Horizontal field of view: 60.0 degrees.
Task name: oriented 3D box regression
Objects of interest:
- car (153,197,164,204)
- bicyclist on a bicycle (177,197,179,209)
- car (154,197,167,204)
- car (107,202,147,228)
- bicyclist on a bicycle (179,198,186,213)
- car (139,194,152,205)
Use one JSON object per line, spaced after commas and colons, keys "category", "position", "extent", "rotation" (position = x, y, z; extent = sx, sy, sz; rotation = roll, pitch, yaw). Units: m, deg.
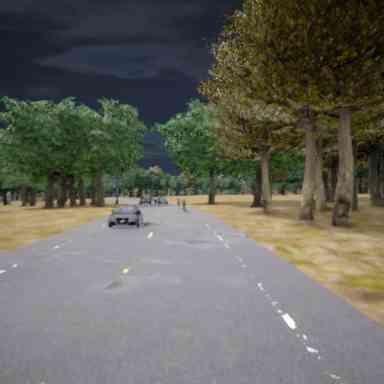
{"category": "car", "position": [-7.885, 1.895, 77.885], "extent": [2.128, 1.511, 4.902], "rotation": [0, -1, -12]}
{"category": "bicyclist on a bicycle", "position": [-1.833, 1.548, 45.897], "extent": [0.582, 1.620, 1.656], "rotation": [0, -1, -7]}
{"category": "car", "position": [-6.114, 1.827, 68.647], "extent": [2.033, 1.411, 5.357], "rotation": [0, -1, -9]}
{"category": "car", "position": [-4.320, 1.584, 22.141], "extent": [1.994, 1.385, 4.181], "rotation": [0, 0, -3]}
{"category": "bicyclist on a bicycle", "position": [-0.875, 1.506, 36.947], "extent": [0.582, 1.620, 1.656], "rotation": [0, -1, -5]}
{"category": "car", "position": [-8.800, 1.452, 63.309], "extent": [2.150, 2.045, 5.566], "rotation": [0, -1, -9]}
